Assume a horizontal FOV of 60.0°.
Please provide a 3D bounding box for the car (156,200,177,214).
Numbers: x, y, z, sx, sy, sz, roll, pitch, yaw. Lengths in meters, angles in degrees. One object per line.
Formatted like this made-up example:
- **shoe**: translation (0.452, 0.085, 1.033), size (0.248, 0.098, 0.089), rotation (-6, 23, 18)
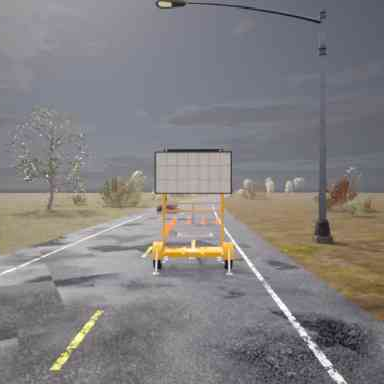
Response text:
- **car**: translation (-2.721, 1.595, 36.206), size (1.895, 1.301, 4.718), rotation (0, 0, 2)

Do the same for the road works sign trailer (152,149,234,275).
- **road works sign trailer**: translation (0.043, 0.463, 10.456), size (2.380, 3.560, 2.880), rotation (0, 0, 1)
